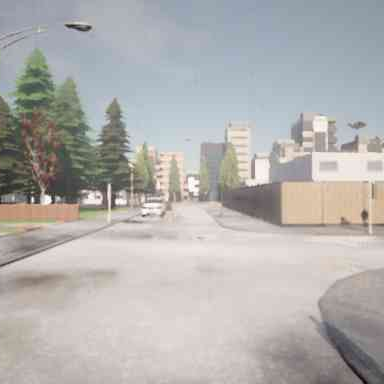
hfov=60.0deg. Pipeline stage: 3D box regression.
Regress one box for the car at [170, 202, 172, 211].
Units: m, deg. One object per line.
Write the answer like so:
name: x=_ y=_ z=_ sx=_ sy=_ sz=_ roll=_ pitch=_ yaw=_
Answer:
car: x=-3.999 y=2.023 z=49.482 sx=1.882 sy=1.535 sz=5.008 roll=0 pitch=-1 yaw=1

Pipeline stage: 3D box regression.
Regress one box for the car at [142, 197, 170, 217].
car: x=-4.037 y=1.620 z=36.116 sx=2.150 sy=2.045 sz=5.566 roll=0 pitch=-1 yaw=1
